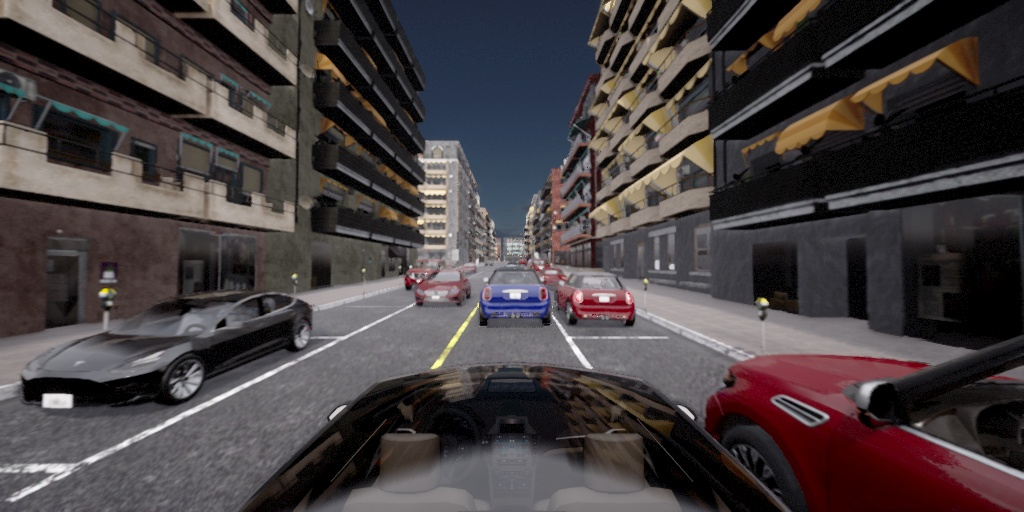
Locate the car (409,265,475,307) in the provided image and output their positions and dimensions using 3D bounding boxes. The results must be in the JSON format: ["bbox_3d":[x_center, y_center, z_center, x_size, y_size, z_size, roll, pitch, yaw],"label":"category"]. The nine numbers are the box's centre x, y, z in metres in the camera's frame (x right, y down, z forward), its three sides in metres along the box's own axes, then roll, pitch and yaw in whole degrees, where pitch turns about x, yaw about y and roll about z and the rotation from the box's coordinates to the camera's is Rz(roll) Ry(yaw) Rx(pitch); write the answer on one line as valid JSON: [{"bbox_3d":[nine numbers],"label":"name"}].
[{"bbox_3d":[-2.862,1.316,15.816,1.812,1.442,4.674,0,0,0],"label":"car"}]

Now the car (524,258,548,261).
[{"bbox_3d":[2.530,1.175,33.965,2.192,1.841,5.009,0,0,0],"label":"car"}]

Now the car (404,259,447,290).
[{"bbox_3d":[-5.317,1.130,22.957,2.192,1.841,5.009,0,0,0],"label":"car"}]

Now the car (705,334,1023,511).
[{"bbox_3d":[2.534,1.063,0.778,2.192,1.841,5.009,0,0,0],"label":"car"}]

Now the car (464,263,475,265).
[{"bbox_3d":[-5.320,1.496,45.081,1.802,1.307,4.207,0,0,0],"label":"car"}]

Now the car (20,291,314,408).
[{"bbox_3d":[-5.315,1.328,6.369,1.948,1.339,4.313,0,0,0],"label":"car"}]

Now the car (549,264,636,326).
[{"bbox_3d":[2.533,1.218,11.841,1.967,1.591,4.097,0,0,0],"label":"car"}]

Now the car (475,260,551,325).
[{"bbox_3d":[0.065,1.131,12.135,2.097,1.767,4.553,0,0,-1],"label":"car"}]

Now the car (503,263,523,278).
[{"bbox_3d":[0.097,1.395,35.672,1.812,1.442,4.674,0,-1,0],"label":"car"}]
